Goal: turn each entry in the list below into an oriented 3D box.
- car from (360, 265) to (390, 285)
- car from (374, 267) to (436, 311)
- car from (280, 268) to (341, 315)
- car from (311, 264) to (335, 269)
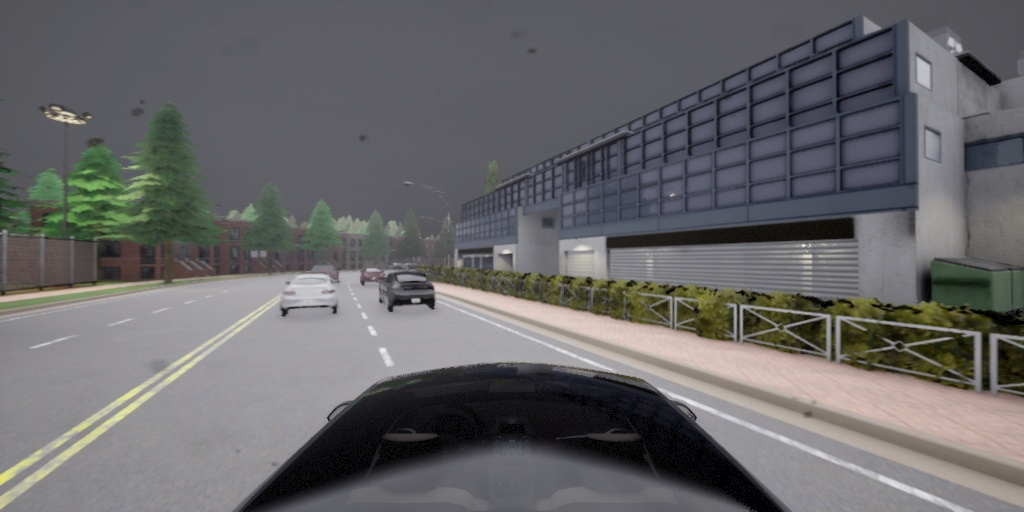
[{"bbox_3d":[-11.339,1.566,29.294,1.812,1.442,4.674,0,0,-24],"label":"car"},{"bbox_3d":[-4.602,1.403,15.446,1.837,1.490,4.892,0,0,-26],"label":"car"},{"bbox_3d":[-7.918,1.405,14.266,1.812,1.442,4.674,0,0,-26],"label":"car"},{"bbox_3d":[-14.282,1.367,27.311,2.097,1.767,4.553,0,-1,-24],"label":"car"}]
